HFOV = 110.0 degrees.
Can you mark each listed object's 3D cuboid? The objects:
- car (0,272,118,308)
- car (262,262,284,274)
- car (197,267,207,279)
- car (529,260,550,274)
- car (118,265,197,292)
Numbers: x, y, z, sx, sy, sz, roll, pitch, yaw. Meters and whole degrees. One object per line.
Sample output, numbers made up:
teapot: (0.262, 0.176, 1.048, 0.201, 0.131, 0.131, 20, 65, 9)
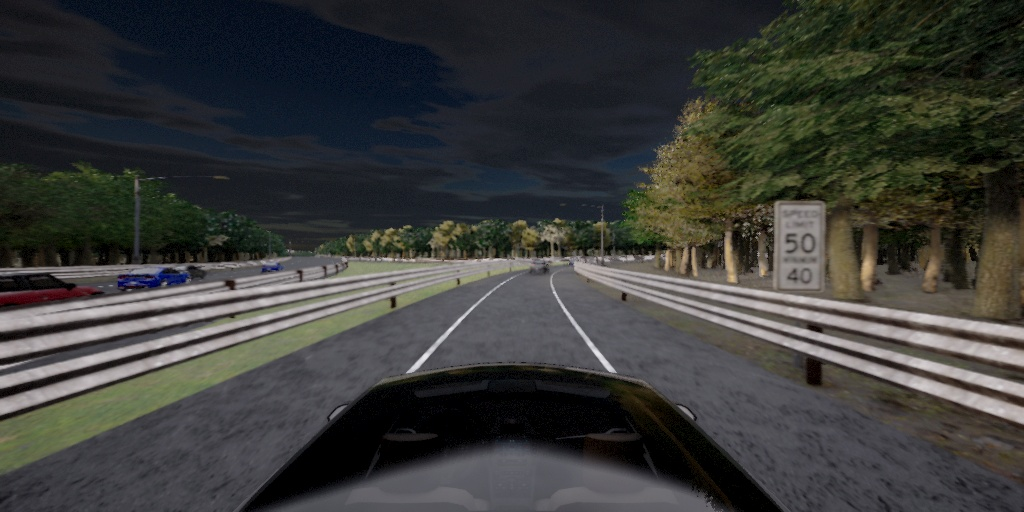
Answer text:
car: (-14.877, 1.258, 10.742, 2.097, 1.767, 4.553, 0, 0, -19)
car: (-33.254, 1.630, 49.955, 1.882, 1.535, 5.008, 0, -1, -22)
car: (-30.585, 1.552, 33.617, 1.812, 1.442, 4.674, 0, 0, -20)
car: (3.172, 1.164, 40.521, 2.128, 1.511, 4.902, 0, 0, 13)
car: (-22.913, 1.442, 23.210, 1.882, 1.535, 5.008, 0, 0, -20)
